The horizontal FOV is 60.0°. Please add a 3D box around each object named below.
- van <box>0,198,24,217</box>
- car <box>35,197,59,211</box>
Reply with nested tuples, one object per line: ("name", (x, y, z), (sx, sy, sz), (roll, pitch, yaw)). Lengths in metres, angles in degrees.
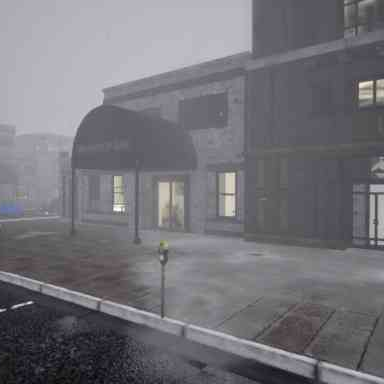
("van", (-17.346, 1.416, 29.866), (1.690, 1.788, 3.998), (0, 0, 35))
("car", (-16.456, 1.413, 41.240), (2.097, 1.767, 4.553), (0, 0, 35))
